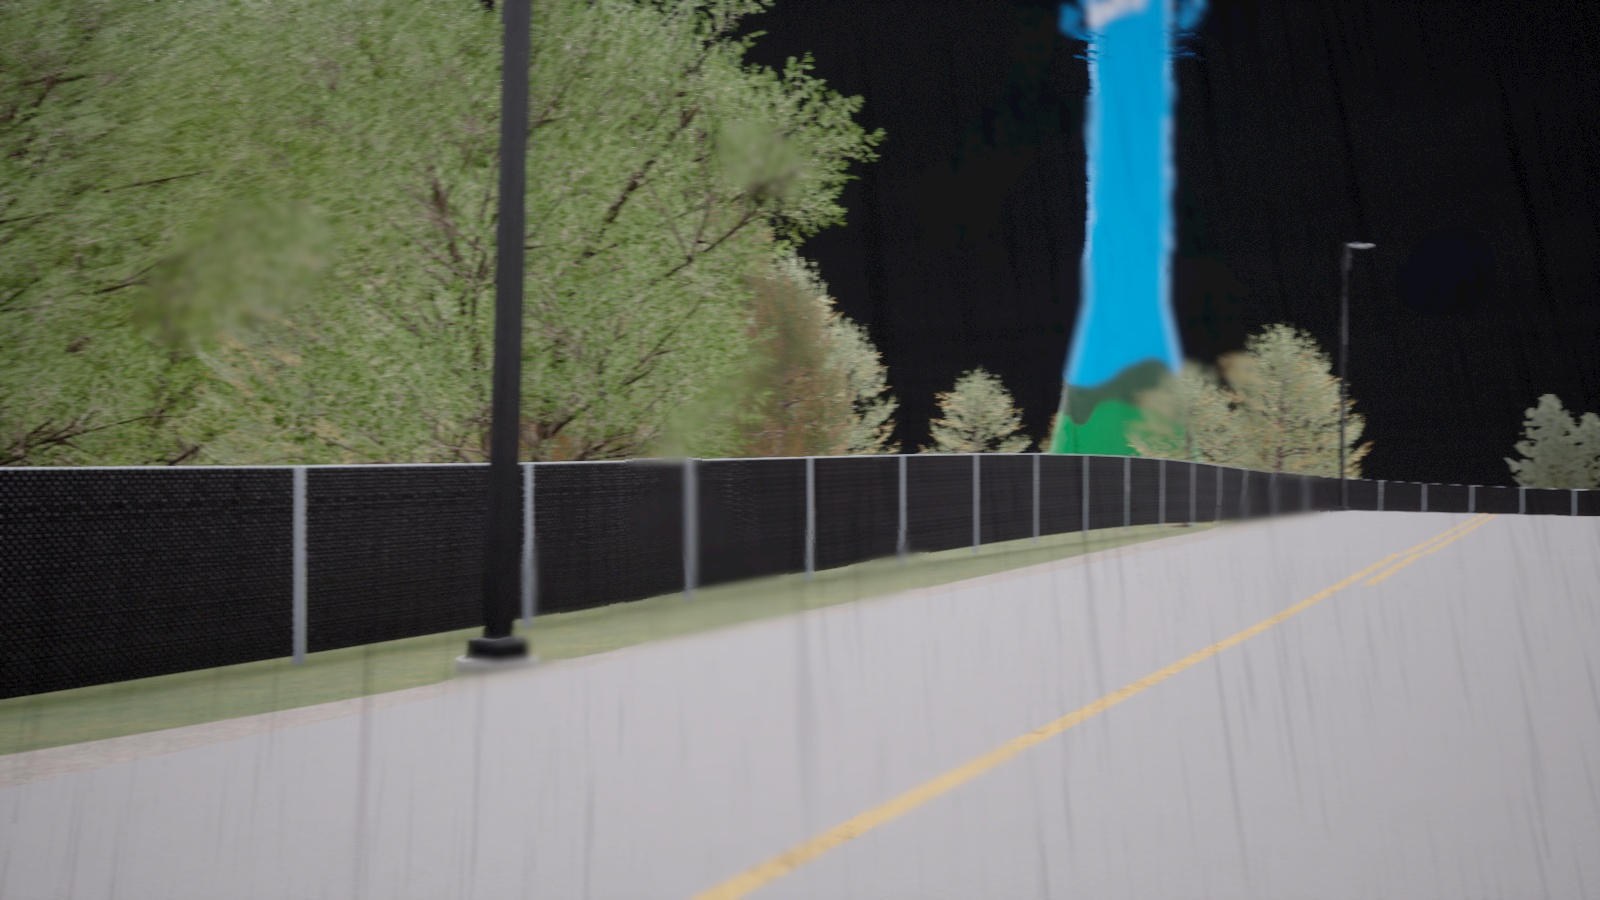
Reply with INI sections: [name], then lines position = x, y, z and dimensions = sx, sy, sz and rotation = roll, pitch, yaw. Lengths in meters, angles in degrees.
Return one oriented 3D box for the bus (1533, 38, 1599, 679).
[bus]
position = 7.071, -0.591, 3.925
dimensions = 3.944, 4.253, 10.273
rotation = 0, 0, 3
